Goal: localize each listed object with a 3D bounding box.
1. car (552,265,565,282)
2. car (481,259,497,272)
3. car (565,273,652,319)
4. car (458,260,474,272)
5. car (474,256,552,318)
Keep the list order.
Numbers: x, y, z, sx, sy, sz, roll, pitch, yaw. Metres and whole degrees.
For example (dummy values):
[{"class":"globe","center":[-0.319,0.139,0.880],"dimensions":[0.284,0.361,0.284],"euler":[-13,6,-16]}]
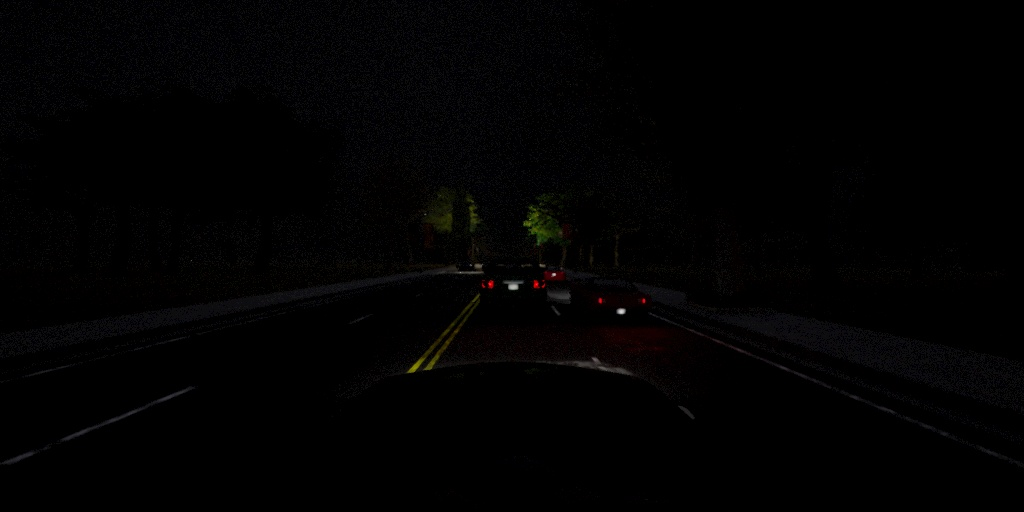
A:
[{"class":"car","center":[3.318,1.433,30.103],"dimensions":[1.994,1.385,4.181],"euler":[0,0,0]},{"class":"car","center":[-3.338,1.357,52.423],"dimensions":[2.097,1.767,4.553],"euler":[0,-1,0]},{"class":"car","center":[3.310,1.390,13.020],"dimensions":[1.895,1.301,4.718],"euler":[0,0,0]},{"class":"car","center":[-6.587,1.356,52.318],"dimensions":[2.097,1.767,4.553],"euler":[0,-1,0]},{"class":"car","center":[0.062,1.013,13.345],"dimensions":[2.150,2.045,5.566],"euler":[0,0,0]}]
